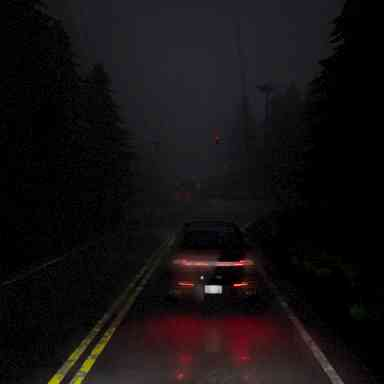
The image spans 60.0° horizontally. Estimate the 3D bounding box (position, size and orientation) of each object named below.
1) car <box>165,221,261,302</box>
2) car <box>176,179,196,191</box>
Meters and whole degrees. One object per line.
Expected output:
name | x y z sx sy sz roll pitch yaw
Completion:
car | 0.449 1.466 8.191 2.128 1.511 4.902 0 0 2
car | -0.697 -1.068 45.246 1.812 1.442 4.674 1 9 14
